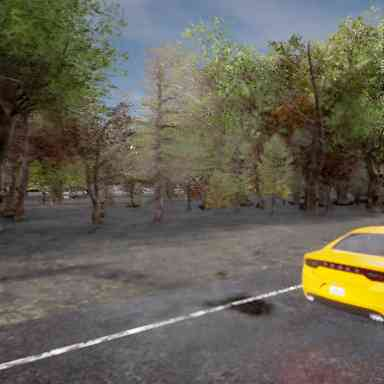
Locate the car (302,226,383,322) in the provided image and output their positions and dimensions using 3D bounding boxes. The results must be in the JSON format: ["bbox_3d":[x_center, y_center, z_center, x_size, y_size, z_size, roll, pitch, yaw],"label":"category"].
[{"bbox_3d":[4.382,1.447,6.873,5.008,1.535,1.882,0,0,-35],"label":"car"}]
